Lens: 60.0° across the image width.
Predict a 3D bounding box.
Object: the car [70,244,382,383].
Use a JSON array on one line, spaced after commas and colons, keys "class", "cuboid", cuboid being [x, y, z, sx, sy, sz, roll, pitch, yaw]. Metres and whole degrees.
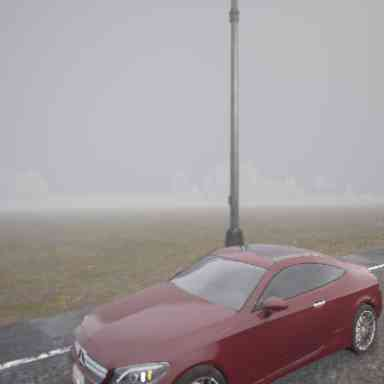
[{"class": "car", "cuboid": [0.811, 1.517, 4.547, 4.674, 1.442, 1.812, 0, 0, -35]}]
